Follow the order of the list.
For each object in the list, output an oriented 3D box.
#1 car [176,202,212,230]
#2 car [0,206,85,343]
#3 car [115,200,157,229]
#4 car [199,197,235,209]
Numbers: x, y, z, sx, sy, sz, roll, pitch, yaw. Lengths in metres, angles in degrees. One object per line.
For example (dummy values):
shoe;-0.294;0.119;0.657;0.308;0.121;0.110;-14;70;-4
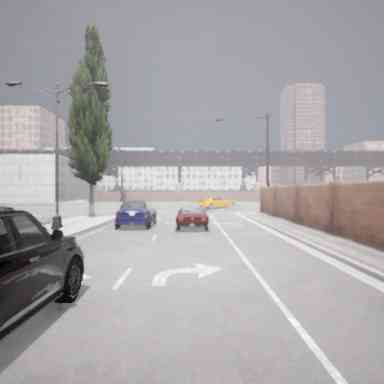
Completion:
car;0.024;1.523;20.490;1.895;1.301;4.718;0;0;0
car;-3.410;1.208;4.917;2.150;2.045;5.566;0;0;0
car;-3.456;1.275;21.218;2.097;1.767;4.553;0;0;0
car;3.148;1.317;41.494;5.008;1.535;1.882;0;-2;-32
